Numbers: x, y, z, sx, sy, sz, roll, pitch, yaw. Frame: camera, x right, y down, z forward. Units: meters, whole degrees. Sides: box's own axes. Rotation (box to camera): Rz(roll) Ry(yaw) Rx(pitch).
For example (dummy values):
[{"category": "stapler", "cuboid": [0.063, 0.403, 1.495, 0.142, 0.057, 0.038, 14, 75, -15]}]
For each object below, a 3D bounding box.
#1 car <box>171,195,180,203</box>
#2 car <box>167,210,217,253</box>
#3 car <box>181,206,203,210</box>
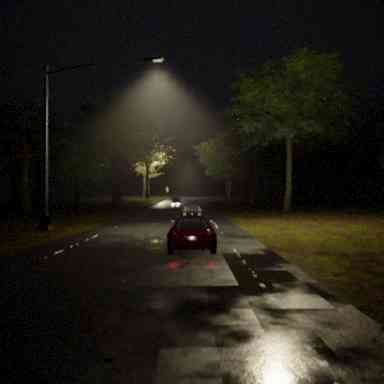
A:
[{"category": "car", "cuboid": [-3.497, 1.503, 71.778, 2.128, 1.511, 4.902, 0, 1, 0]}, {"category": "car", "cuboid": [0.005, 1.687, 14.330, 1.994, 1.385, 4.181, 0, 0, 0]}, {"category": "car", "cuboid": [0.002, 1.840, 29.095, 1.895, 1.301, 4.718, 0, 0, 0]}]
